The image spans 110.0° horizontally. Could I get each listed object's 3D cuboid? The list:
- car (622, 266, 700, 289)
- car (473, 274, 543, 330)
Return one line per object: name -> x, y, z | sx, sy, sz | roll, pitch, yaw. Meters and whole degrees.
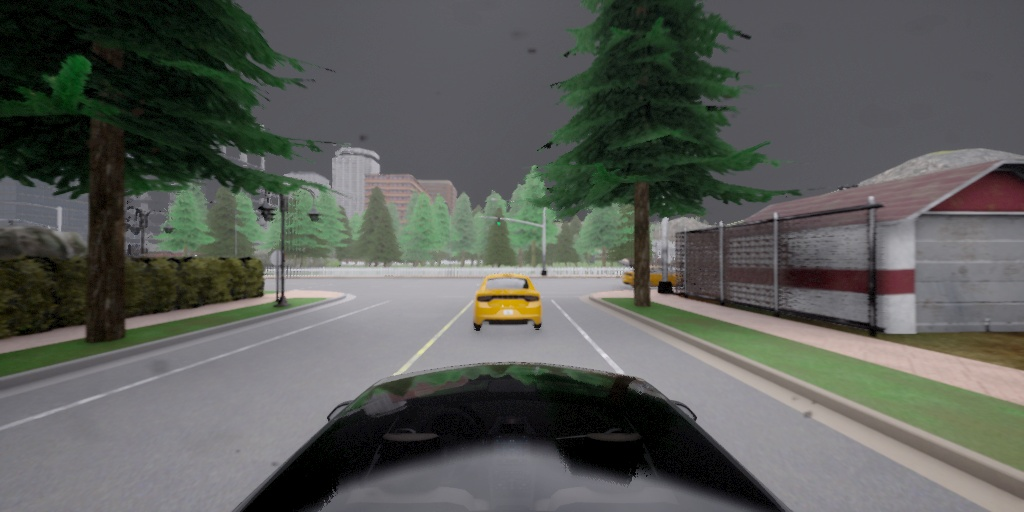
car -> 10.065, 1.425, 24.310 | 5.008, 1.535, 1.882 | 0, -1, -3
car -> -0.171, 1.301, 11.518 | 1.882, 1.535, 5.008 | 0, -1, -2
